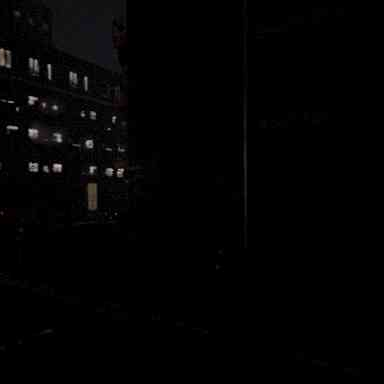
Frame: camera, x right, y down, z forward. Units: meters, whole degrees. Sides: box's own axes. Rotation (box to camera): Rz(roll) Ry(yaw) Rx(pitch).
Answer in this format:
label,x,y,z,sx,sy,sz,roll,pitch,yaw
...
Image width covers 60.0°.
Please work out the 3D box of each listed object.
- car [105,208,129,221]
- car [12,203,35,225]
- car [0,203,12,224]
label,x,y,z,sx,sy,sz,roll,pitch,yaw
car,-6.798,2.292,34.832,1.895,1.301,4.718,-1,-2,35
car,-15.399,1.831,27.083,2.192,1.841,5.009,-2,-2,35
car,-15.503,1.619,22.090,2.150,2.045,5.566,-1,-2,33
